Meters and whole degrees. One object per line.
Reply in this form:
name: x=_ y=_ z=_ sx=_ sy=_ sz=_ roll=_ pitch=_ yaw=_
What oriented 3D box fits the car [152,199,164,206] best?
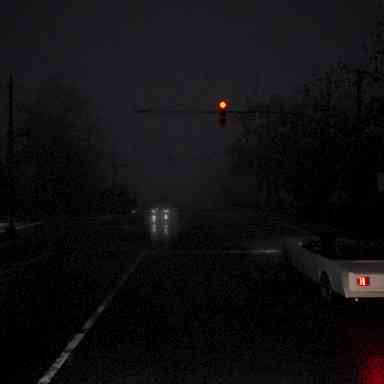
car: x=-6.868 y=2.070 z=66.483 sx=1.994 sy=1.385 sz=4.181 roll=0 pitch=-1 yaw=-11

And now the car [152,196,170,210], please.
car: x=-4.102 y=1.583 z=43.509 sx=1.837 sy=1.490 sz=4.892 roll=0 pitch=-1 yaw=-3

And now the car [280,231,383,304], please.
car: x=3.594 y=1.601 z=8.107 sx=1.895 sy=1.301 sz=4.718 roll=0 pitch=0 yaw=0

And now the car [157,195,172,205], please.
car: x=-4.903 y=1.447 z=53.601 sx=2.150 sy=2.045 sz=5.566 roll=0 pitch=-1 yaw=-6

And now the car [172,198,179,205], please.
car: x=-4.994 y=2.126 z=73.582 sx=1.882 sy=1.535 sz=5.008 roll=0 pitch=-1 yaw=-19
